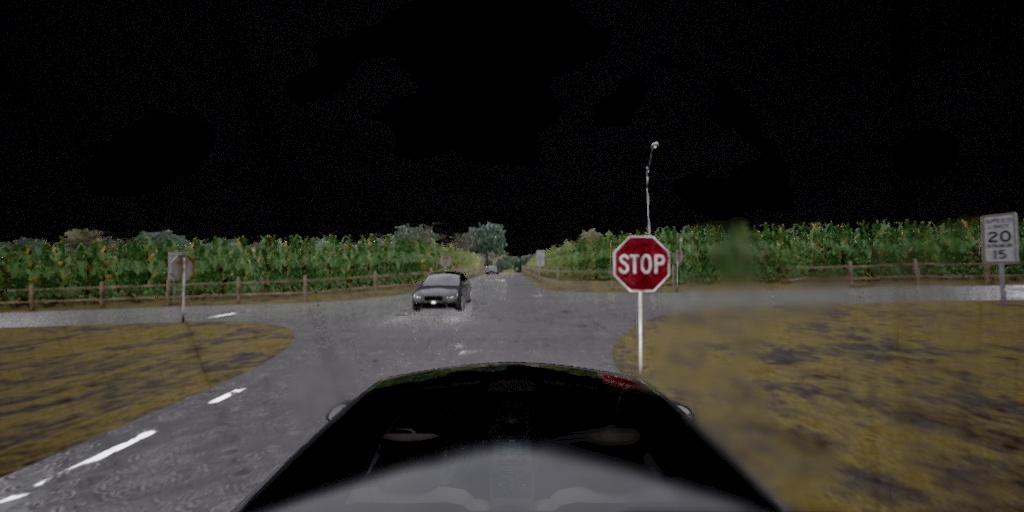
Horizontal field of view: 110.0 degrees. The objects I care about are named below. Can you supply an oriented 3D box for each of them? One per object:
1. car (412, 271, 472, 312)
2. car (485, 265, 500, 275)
[{"bbox_3d":[-2.795,1.422,15.152,1.837,1.490,4.892,0,-1,0],"label":"car"},{"bbox_3d":[-2.920,2.141,53.249,1.837,1.490,4.892,0,-1,0],"label":"car"}]
